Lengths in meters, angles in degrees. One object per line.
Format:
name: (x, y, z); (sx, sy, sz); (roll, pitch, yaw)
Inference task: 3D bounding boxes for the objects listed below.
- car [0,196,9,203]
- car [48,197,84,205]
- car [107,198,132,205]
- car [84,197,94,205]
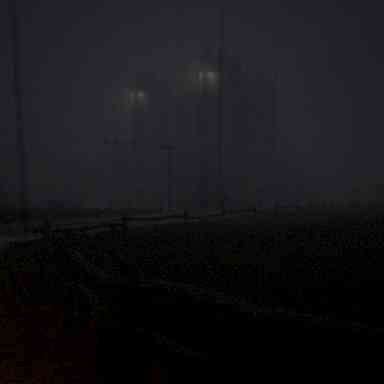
car: (-38.658, 1.658, 66.253); (1.905, 1.878, 3.866); (0, 0, 39)
car: (-19.679, 1.706, 51.228); (2.242, 1.667, 4.611); (0, 0, 39)
car: (-12.142, 1.686, 55.250); (5.008, 1.535, 1.882); (0, 0, 38)
car: (-20.166, 1.749, 61.406); (4.902, 1.511, 2.128); (0, 0, 38)
